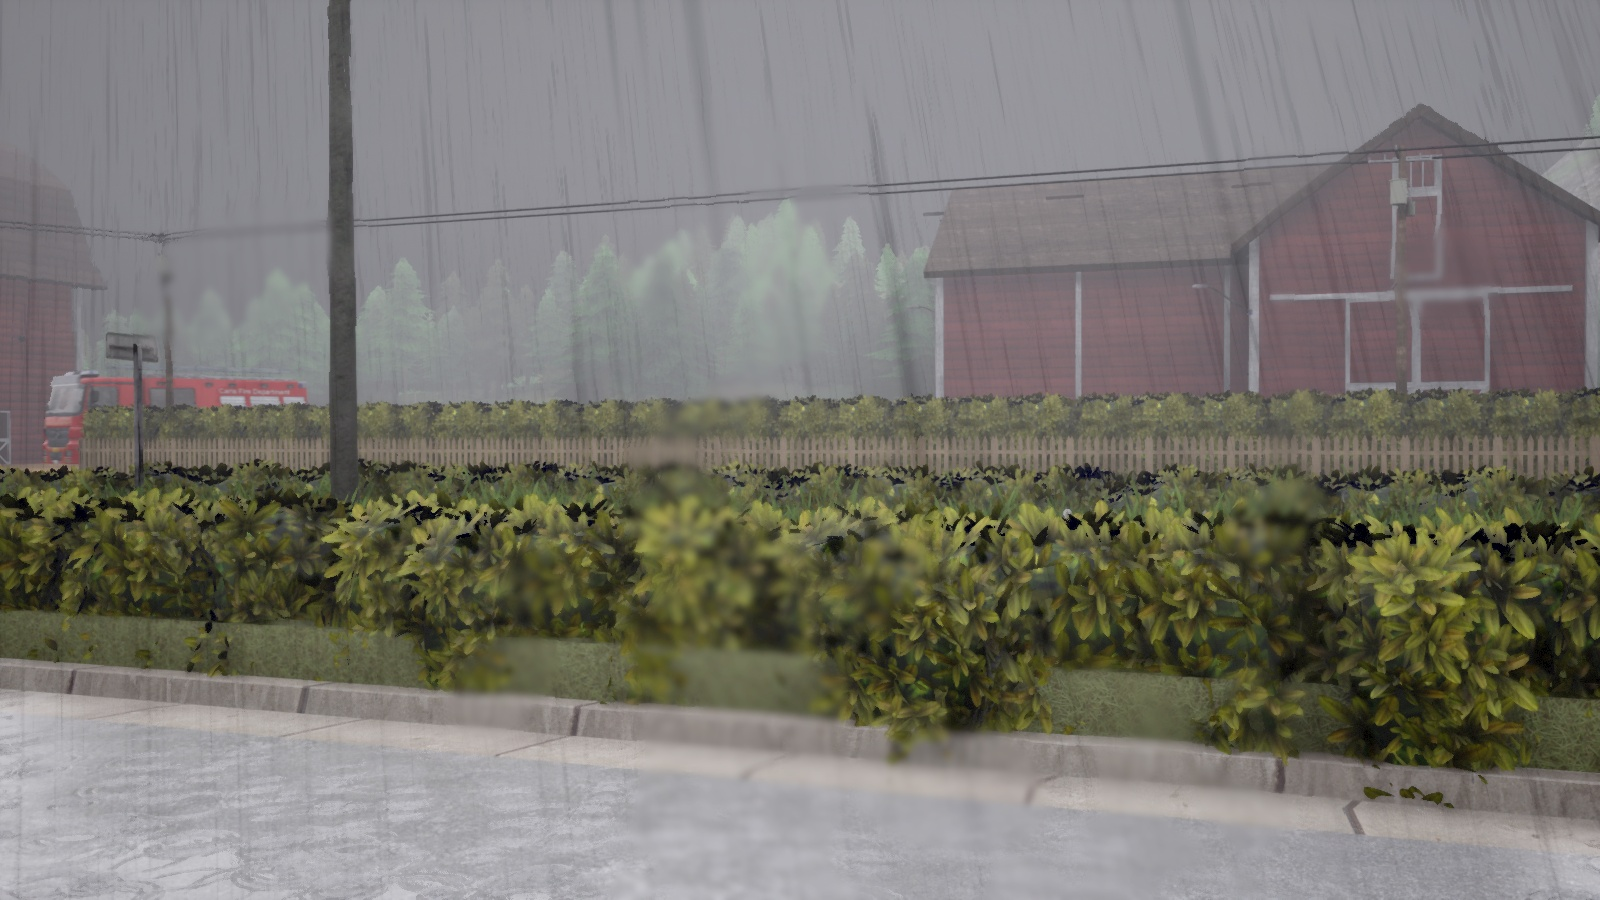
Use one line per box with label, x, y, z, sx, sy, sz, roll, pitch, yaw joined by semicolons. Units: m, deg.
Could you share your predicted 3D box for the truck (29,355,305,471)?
truck;-22.710;-1.286;45.590;2.891;3.827;8.468;1;1;40
